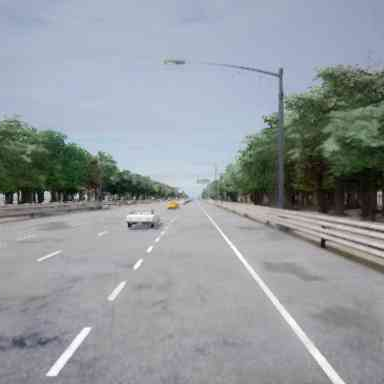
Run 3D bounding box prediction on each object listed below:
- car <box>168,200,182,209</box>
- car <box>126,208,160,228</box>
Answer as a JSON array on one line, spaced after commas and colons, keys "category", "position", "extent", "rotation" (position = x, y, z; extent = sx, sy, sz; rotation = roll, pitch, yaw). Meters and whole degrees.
[{"category": "car", "position": [-3.282, 2.342, 61.135], "extent": [1.882, 1.535, 5.008], "rotation": [0, -1, 0]}, {"category": "car", "position": [-3.463, 1.833, 24.257], "extent": [1.895, 1.301, 4.718], "rotation": [0, -1, 0]}]
